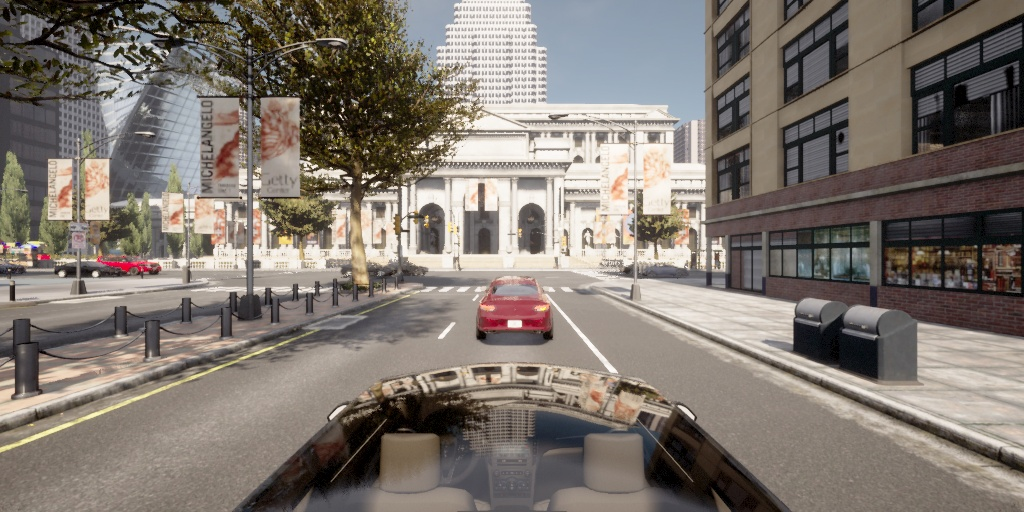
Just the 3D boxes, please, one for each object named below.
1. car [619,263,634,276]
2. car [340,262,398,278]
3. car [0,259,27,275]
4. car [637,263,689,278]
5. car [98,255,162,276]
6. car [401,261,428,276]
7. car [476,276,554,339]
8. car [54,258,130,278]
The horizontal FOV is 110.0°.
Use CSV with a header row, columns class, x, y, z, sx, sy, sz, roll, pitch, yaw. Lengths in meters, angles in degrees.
class,x,y,z,sx,sy,sz,roll,pitch,yaw
car,13.488,1.349,36.608,4.718,1.301,1.895,0,0,0
car,-13.290,1.253,33.262,4.892,1.490,1.837,0,0,0
car,-53.071,1.100,36.705,4.553,1.767,2.097,0,0,-3
car,13.992,1.312,33.105,4.181,1.385,1.994,0,0,0
car,-39.522,0.970,36.894,5.566,2.045,2.150,0,0,0
car,-10.957,1.274,36.748,4.674,1.442,1.812,0,0,0
car,0.076,1.275,9.924,1.812,1.442,4.674,0,0,0
car,-39.331,1.226,33.392,5.008,1.535,1.882,0,0,0
